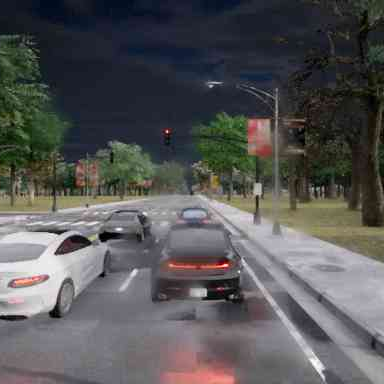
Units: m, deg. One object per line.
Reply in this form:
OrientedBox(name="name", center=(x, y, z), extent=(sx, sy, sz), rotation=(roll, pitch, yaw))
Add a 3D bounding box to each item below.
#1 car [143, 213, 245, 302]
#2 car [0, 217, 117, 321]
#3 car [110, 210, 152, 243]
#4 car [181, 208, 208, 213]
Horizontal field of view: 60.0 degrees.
OrientedBox(name="car", center=(0.117, 1.505, 8.212), extent=(1.837, 1.490, 4.892), rotation=(0, 0, 0))
OrientedBox(name="car", center=(-3.136, 1.526, 7.219), extent=(1.812, 1.442, 4.674), rotation=(0, 0, 0))
OrientedBox(name="car", center=(-3.118, 1.565, 16.209), extent=(1.994, 1.385, 4.181), rotation=(0, 0, 0))
OrientedBox(name="car", center=(0.134, 1.527, 17.283), extent=(1.812, 1.442, 4.674), rotation=(0, 0, 0))
